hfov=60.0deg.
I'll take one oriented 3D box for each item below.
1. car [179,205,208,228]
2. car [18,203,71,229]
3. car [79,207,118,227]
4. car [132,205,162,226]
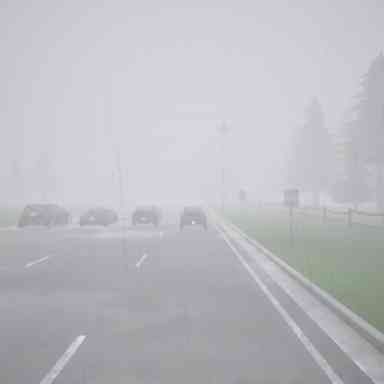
[{"bbox_3d":[0.101,1.752,24.292,1.837,1.490,4.892,0,0,0],"label":"car"},{"bbox_3d":[-10.398,1.593,23.852,2.097,1.767,4.553,0,-1,0],"label":"car"},{"bbox_3d":[-6.900,1.817,24.934,1.994,1.385,4.181,0,0,0],"label":"car"},{"bbox_3d":[-3.399,1.739,25.829,1.882,1.535,5.008,0,0,0],"label":"car"}]
